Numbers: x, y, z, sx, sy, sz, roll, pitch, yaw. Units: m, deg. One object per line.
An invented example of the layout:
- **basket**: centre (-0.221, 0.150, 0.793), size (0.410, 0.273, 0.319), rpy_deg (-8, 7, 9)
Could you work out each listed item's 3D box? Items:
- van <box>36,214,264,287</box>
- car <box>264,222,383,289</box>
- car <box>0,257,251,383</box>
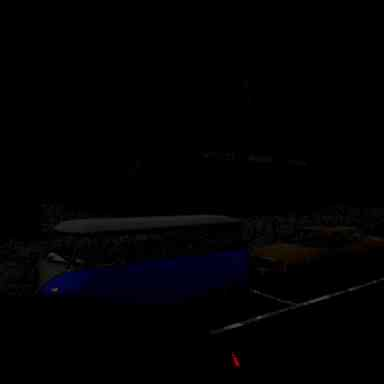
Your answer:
- **van**: centre (-0.740, 1.343, 6.113), size (3.998, 1.788, 1.690), rpy_deg (0, 0, -35)
- **car**: centre (3.559, 1.532, 9.158), size (4.829, 1.417, 1.752), rpy_deg (0, 0, -35)
- **car**: centre (-1.571, 1.564, 2.260), size (4.181, 1.385, 1.994), rpy_deg (0, 0, -35)
